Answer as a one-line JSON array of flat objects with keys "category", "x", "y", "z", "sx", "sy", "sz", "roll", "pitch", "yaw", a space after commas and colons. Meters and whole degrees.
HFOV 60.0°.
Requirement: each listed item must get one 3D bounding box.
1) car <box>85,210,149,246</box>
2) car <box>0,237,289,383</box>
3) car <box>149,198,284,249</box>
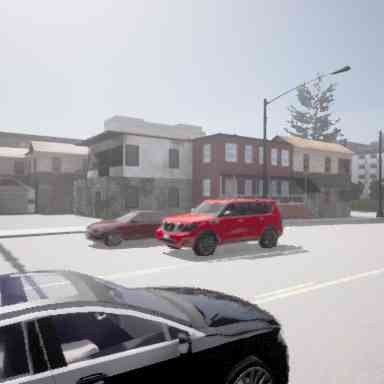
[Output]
[{"category": "car", "x": -2.431, "y": 1.561, "z": 15.128, "sx": 4.674, "sy": 1.442, "sz": 1.812, "roll": 1, "pitch": 0, "yaw": -35}, {"category": "car", "x": -1.196, "y": 1.491, "z": 2.886, "sx": 4.902, "sy": 1.511, "sz": 2.128, "roll": 0, "pitch": 0, "yaw": -35}, {"category": "car", "x": 1.342, "y": 1.283, "z": 13.512, "sx": 5.566, "sy": 2.045, "sz": 2.150, "roll": 1, "pitch": -1, "yaw": -35}]
